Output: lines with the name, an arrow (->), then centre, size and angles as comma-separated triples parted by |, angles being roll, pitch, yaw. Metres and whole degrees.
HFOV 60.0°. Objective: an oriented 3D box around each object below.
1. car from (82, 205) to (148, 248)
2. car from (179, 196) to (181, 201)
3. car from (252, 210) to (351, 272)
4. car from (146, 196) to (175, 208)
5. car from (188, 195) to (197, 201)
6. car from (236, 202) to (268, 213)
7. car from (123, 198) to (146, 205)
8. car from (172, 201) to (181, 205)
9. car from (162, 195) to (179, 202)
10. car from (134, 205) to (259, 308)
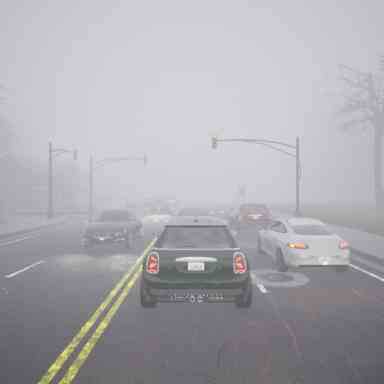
car -> -3.335, 1.506, 14.738 | 1.837, 1.490, 4.892 | 0, 0, 0
car -> -3.196, 1.479, 66.635 | 1.837, 1.490, 4.892 | 0, 0, 1
car -> 3.345, 1.526, 10.640 | 1.812, 1.442, 4.674 | 0, 0, 0
car -> -3.309, 1.489, 35.829 | 2.128, 1.511, 4.902 | 0, 0, 0
car -> 0.099, 1.482, 85.690 | 2.128, 1.511, 4.902 | 0, 0, 0
car -> 3.331, 1.352, 19.434 | 2.097, 1.767, 4.553 | 0, 0, 0
car -> -6.560, 1.598, 36.105 | 1.895, 1.301, 4.718 | 0, 0, 0
car -> 0.061, 1.478, 17.351 | 1.882, 1.535, 5.008 | 0, 0, 0
car -> -3.292, 1.513, 49.721 | 1.812, 1.442, 4.674 | 0, 0, 0
car -> 0.085, 1.352, 8.086 | 2.097, 1.767, 4.553 | 0, 0, 0
